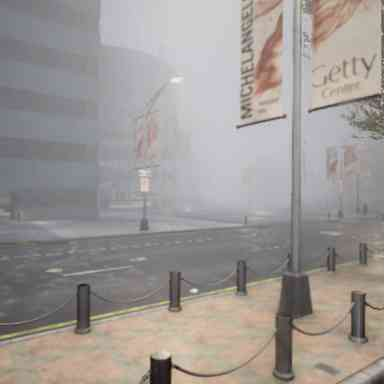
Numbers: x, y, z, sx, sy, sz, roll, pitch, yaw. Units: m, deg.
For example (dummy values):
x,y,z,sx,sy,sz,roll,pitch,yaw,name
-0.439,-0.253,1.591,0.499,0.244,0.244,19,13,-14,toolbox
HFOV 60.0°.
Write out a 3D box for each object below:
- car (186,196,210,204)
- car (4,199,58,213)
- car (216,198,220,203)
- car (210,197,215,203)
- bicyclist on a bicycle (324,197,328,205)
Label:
x,y,z,sx,sy,sz,roll,pitch,yaw,name
0.858,1.929,73.101,4.674,1.442,1.812,0,0,37,car
-15.191,1.375,31.666,4.674,1.452,2.002,1,0,-36,car
4.665,2.014,83.168,4.902,1.511,2.128,0,0,30,car
2.238,1.789,76.401,4.553,1.767,2.097,0,0,37,car
27.911,1.892,69.236,1.656,1.620,0.582,0,0,-36,bicyclist on a bicycle
